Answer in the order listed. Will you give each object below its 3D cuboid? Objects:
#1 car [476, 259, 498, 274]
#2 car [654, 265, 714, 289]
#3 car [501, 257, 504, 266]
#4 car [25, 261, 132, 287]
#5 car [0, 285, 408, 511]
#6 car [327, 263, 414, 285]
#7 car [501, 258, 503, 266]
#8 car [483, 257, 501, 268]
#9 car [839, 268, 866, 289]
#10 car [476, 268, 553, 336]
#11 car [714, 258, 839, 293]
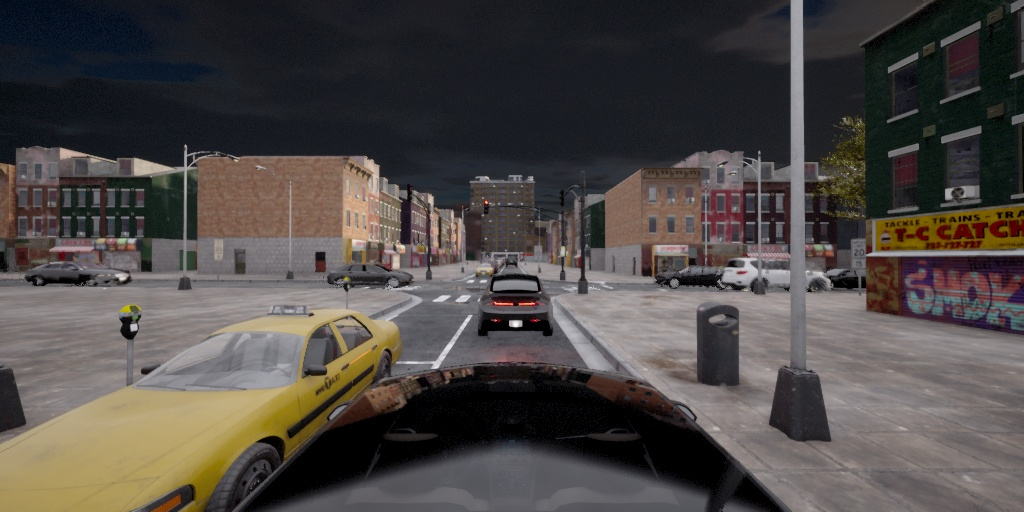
[{"bbox_3d":[-2.685,1.302,35.955,1.751,1.417,4.829,0,0,0],"label":"car"},{"bbox_3d":[12.255,1.393,24.366,5.008,1.535,1.882,1,0,0],"label":"car"},{"bbox_3d":[-2.723,1.358,63.173,1.751,1.417,4.829,0,0,0],"label":"car"},{"bbox_3d":[-25.448,1.071,21.171,4.902,1.511,2.128,0,0,0],"label":"car"},{"bbox_3d":[-2.641,1.276,3.998,1.751,1.417,4.829,0,0,0],"label":"car"},{"bbox_3d":[-8.469,1.205,21.642,4.892,1.490,1.837,1,0,-5],"label":"car"},{"bbox_3d":[-2.708,1.357,52.456,2.007,1.370,4.403,0,0,0],"label":"car"},{"bbox_3d":[-2.693,1.100,41.568,2.192,1.841,5.009,0,0,0],"label":"car"},{"bbox_3d":[22.383,1.546,24.428,5.008,1.535,1.882,1,0,-1],"label":"car"},{"bbox_3d":[0.084,1.257,10.381,1.837,1.490,4.892,0,0,0],"label":"car"},{"bbox_3d":[15.630,1.166,21.438,5.566,2.045,2.150,1,0,0],"label":"car"}]
